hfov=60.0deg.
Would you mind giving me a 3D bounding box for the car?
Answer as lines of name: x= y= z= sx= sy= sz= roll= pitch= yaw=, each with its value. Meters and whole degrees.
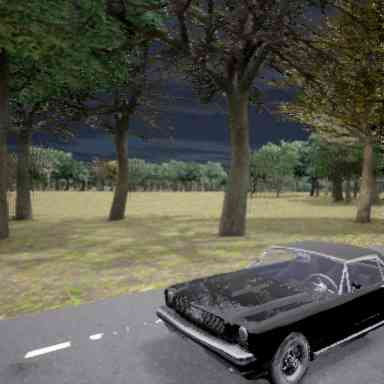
car: x=1.857 y=1.544 z=5.307 sx=4.718 sy=1.301 sz=1.895 roll=0 pitch=1 yaw=-35
